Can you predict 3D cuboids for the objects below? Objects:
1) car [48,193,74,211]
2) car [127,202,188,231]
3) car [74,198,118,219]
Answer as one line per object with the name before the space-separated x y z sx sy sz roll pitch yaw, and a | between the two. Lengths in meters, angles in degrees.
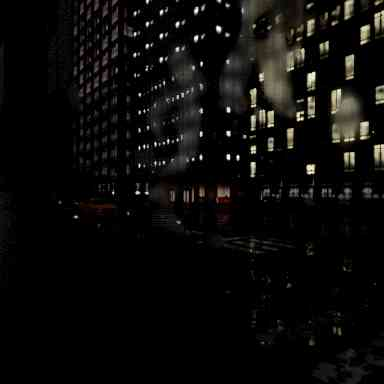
car | -13.680 1.055 35.311 2.097 1.767 4.553 0 0 -37
car | -2.167 1.352 19.810 2.128 1.511 4.902 0 0 -37
car | -7.795 1.262 27.380 1.882 1.535 5.008 0 0 -36
